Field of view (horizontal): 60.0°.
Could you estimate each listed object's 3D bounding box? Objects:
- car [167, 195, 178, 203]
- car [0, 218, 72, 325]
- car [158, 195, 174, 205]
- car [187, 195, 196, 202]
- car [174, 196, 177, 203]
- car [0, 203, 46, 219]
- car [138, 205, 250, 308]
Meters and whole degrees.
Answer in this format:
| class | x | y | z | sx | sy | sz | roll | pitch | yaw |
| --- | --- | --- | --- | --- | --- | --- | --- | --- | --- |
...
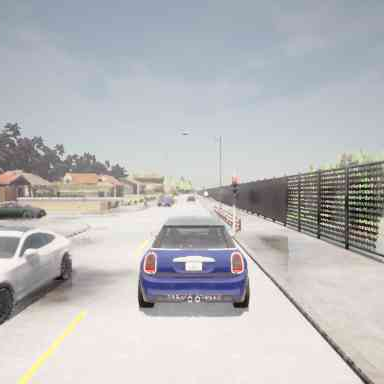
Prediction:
| class | x | y | z | sx | sy | sz | roll | pitch | yaw |
| --- | --- | --- | --- | --- | --- | --- | --- | --- | --- |
| car | -4.133 | 1.478 | 70.964 | 1.882 | 1.535 | 5.008 | 0 | 0 | 0 |
| car | -4.083 | 1.526 | 7.152 | 1.812 | 1.442 | 4.674 | 0 | 0 | 0 |
| car | -4.182 | 1.526 | 50.933 | 1.812 | 1.442 | 4.674 | 0 | 0 | 0 |
| car | -0.143 | 1.524 | 76.278 | 1.812 | 1.442 | 4.674 | 0 | 0 | 0 |
| car | -4.183 | 1.547 | 60.701 | 2.033 | 1.411 | 5.357 | 0 | 0 | 0 |
| car | -14.222 | 1.563 | 27.165 | 4.181 | 1.385 | 1.994 | 0 | 0 | 0 |
| car | 0.038 | 1.352 | 8.078 | 2.097 | 1.767 | 4.553 | 0 | 0 | 0 |
